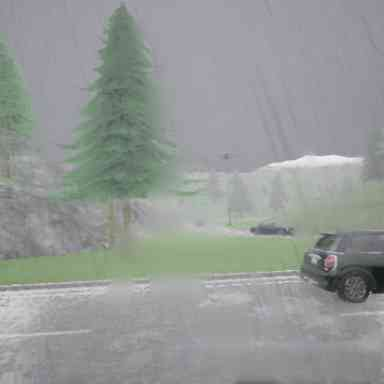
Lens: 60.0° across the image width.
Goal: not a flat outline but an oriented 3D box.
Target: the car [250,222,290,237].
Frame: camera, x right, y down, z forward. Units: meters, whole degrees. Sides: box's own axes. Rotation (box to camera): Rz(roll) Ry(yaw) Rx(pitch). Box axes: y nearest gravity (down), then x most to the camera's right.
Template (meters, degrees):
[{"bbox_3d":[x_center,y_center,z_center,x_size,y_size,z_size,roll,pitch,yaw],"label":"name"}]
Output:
[{"bbox_3d":[7.433,3.333,29.872,1.895,1.301,4.718,0,-5,-33],"label":"car"}]

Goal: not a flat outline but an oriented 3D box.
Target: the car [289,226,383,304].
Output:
[{"bbox_3d":[5.352,1.765,8.977,4.553,1.767,2.097,-2,-4,-4],"label":"car"}]

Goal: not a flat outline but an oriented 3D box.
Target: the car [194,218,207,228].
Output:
[{"bbox_3d":[1.427,5.201,55.559,1.837,1.490,4.892,-2,-4,-3],"label":"car"}]
